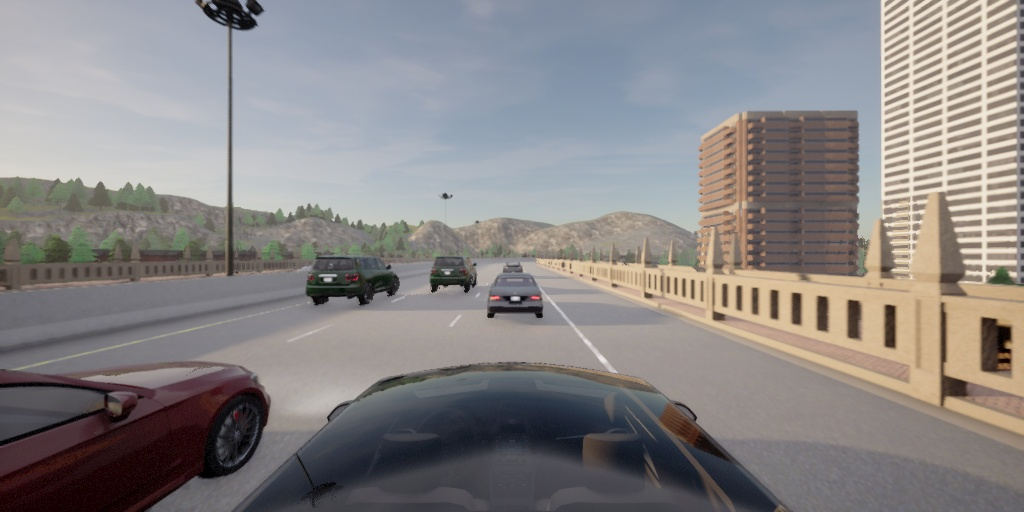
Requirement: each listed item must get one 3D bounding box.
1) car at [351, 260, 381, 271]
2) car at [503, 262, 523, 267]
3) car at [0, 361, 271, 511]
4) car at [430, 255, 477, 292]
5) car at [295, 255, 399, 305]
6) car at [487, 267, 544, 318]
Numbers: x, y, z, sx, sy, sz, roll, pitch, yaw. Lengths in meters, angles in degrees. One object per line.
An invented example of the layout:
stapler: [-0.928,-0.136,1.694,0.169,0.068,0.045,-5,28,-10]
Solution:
car: [-21.009,1.341,51.870,2.033,1.411,5.357,0,0,0]
car: [0.098,1.270,34.555,2.128,1.511,4.902,0,0,0]
car: [-3.415,1.276,1.768,1.812,1.442,4.674,0,0,0]
car: [-3.401,0.989,21.590,2.150,2.045,5.566,0,0,0]
car: [-6.900,0.984,16.139,2.150,2.045,5.566,0,0,0]
car: [0.100,1.307,13.091,2.033,1.411,5.357,0,0,0]
